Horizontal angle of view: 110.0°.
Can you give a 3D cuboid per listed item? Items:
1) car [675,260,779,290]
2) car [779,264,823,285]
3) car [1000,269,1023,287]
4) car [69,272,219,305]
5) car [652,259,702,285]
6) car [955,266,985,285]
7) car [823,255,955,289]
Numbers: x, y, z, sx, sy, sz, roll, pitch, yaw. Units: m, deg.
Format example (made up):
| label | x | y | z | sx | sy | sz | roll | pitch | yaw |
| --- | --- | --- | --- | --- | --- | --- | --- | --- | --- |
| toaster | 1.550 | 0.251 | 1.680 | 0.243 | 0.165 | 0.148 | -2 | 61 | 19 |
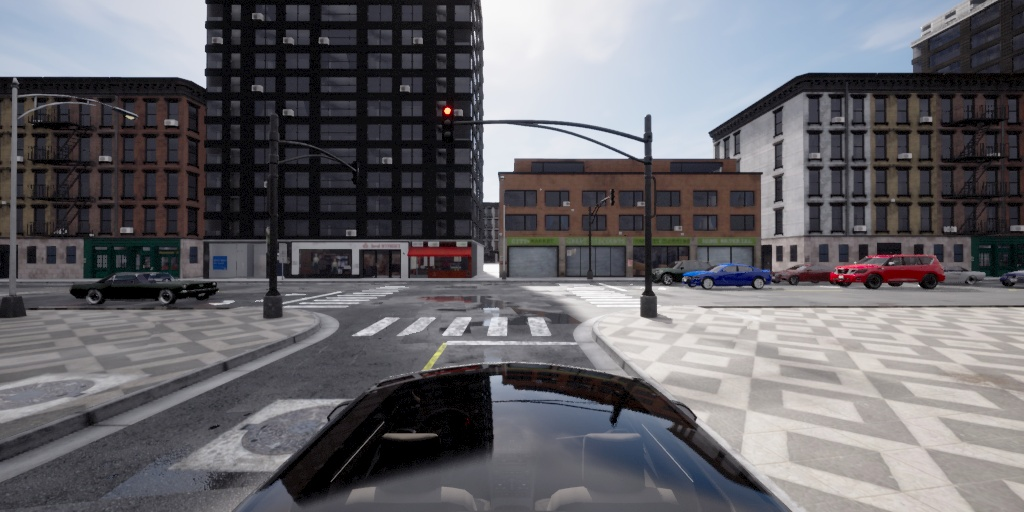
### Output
| label | x | y | z | sx | sy | sz | roll | pitch | yaw |
| --- | --- | --- | --- | --- | --- | --- | --- | --- | --- |
| car | 13.096 | 1.213 | 22.031 | 5.008 | 1.535 | 1.882 | 0 | 0 | -2 |
| car | 20.784 | 1.272 | 25.303 | 4.674 | 1.442 | 1.812 | 0 | 0 | 0 |
| car | 33.245 | 1.219 | 22.102 | 4.674 | 1.442 | 1.812 | 0 | 0 | 0 |
| car | -15.389 | 1.338 | 15.235 | 4.718 | 1.301 | 1.895 | 0 | 0 | 0 |
| car | 11.957 | 1.116 | 25.289 | 4.553 | 1.767 | 2.097 | 0 | 0 | 0 |
| car | 29.988 | 1.328 | 25.341 | 4.718 | 1.301 | 1.895 | 0 | 0 | 0 |
| car | 23.022 | 0.936 | 22.076 | 5.566 | 2.045 | 2.150 | 0 | 0 | 0 |
